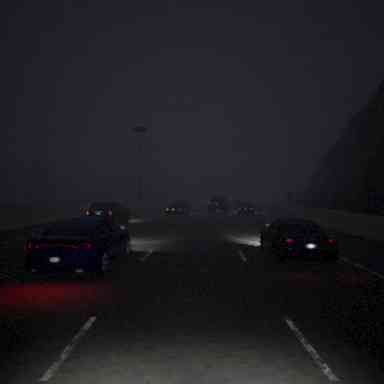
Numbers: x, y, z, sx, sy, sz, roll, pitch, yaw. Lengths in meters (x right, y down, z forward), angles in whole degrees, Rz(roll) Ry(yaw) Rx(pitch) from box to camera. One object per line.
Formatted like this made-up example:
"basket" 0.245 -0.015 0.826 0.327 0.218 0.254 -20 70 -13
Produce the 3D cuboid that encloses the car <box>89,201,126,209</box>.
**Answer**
"car" -5.970 1.476 24.084 2.097 1.767 4.553 0 0 6

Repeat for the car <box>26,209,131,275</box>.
"car" -3.319 1.530 10.676 1.882 1.535 5.008 0 0 2

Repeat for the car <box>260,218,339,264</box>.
"car" 3.774 1.662 12.324 1.994 1.385 4.181 0 0 2

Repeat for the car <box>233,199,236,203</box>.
"car" 8.555 1.993 60.920 1.994 1.385 4.181 0 -1 18

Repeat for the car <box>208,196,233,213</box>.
"car" 3.439 1.500 41.488 2.150 2.045 5.566 0 -1 12

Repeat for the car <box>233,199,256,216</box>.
"car" 5.994 1.810 36.528 2.033 1.411 5.357 0 0 11

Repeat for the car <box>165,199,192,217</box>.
"car" -1.391 1.760 34.443 2.033 1.411 5.357 0 0 10

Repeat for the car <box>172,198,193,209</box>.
"car" -1.407 1.798 51.432 1.882 1.535 5.008 0 0 14
